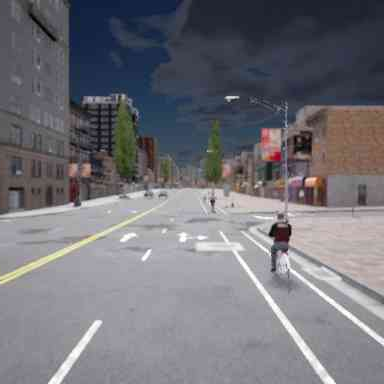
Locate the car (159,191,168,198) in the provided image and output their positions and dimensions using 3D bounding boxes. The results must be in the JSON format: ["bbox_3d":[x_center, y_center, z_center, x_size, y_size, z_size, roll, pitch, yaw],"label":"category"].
[{"bbox_3d":[-6.511,0.492,75.597,2.033,1.411,5.357,0,1,0],"label":"car"}]

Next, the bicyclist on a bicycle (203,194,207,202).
[{"bbox_3d":[2.261,1.115,58.289,0.866,1.612,1.509,0,1,0],"label":"bicyclist on a bicycle"}]

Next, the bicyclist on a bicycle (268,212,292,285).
[{"bbox_3d":[2.249,1.385,8.639,0.659,1.776,1.843,0,0,0],"label":"bicyclist on a bicycle"}]

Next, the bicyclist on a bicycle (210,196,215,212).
[{"bbox_3d":[2.245,1.359,36.427,0.659,1.776,1.843,0,1,0],"label":"bicyclist on a bicycle"}]

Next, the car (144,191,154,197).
[{"bbox_3d":[-9.761,0.452,75.596,1.837,1.490,4.892,0,1,0],"label":"car"}]
